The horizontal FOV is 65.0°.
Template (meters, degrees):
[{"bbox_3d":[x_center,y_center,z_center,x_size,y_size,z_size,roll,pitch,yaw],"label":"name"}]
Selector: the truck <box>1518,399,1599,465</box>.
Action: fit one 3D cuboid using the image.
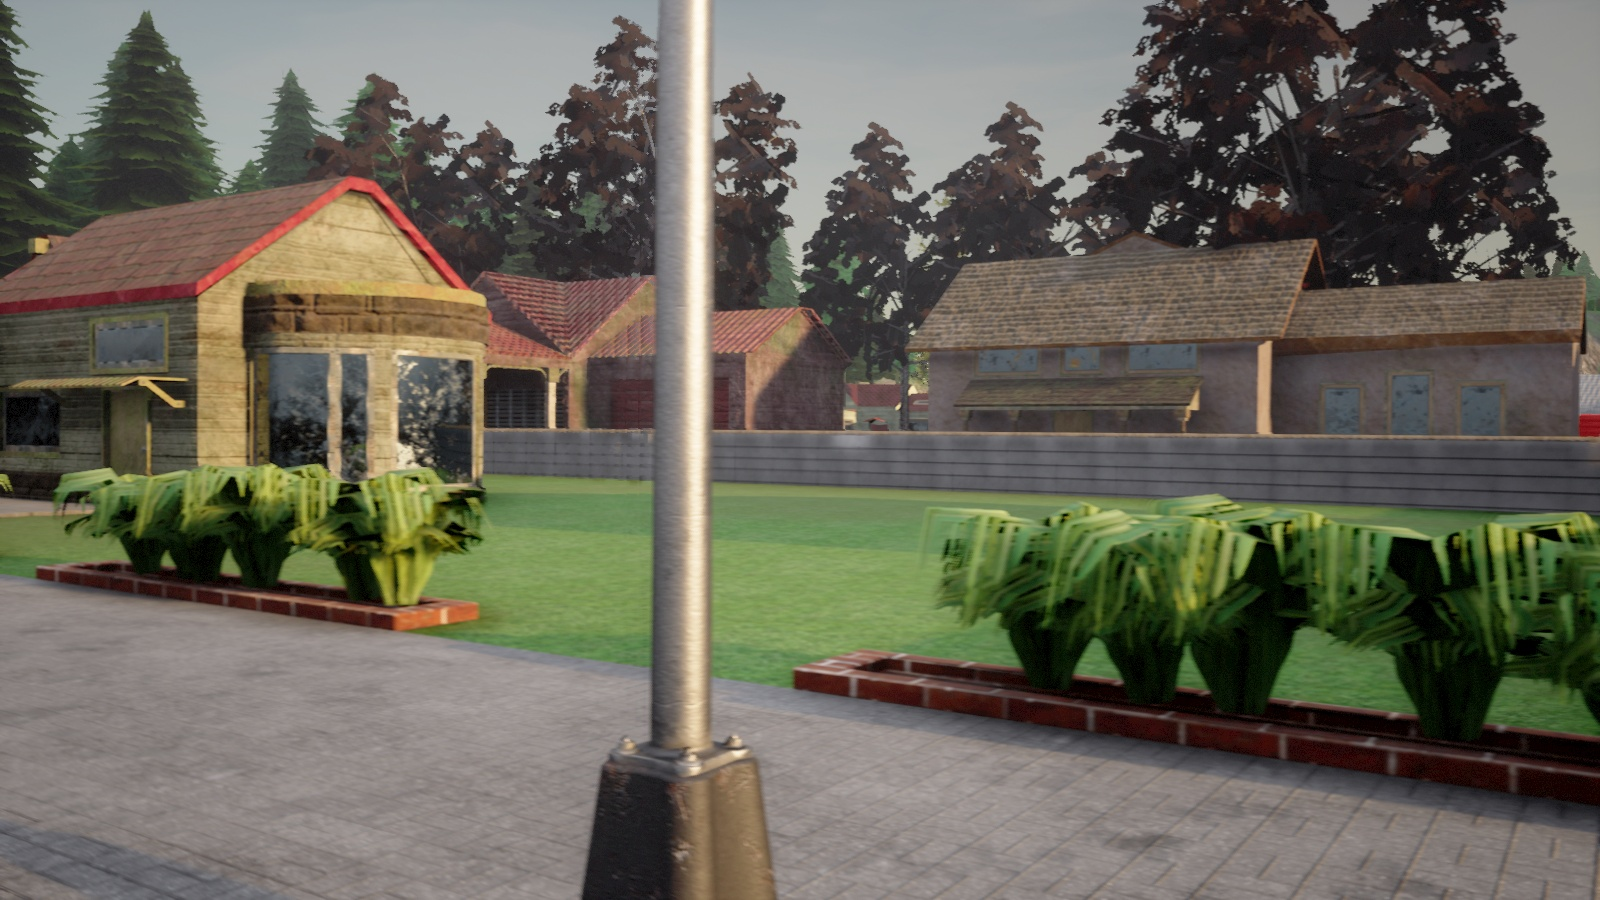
[{"bbox_3d":[30.617,-0.689,48.108,5.204,2.467,2.627,0,1,34],"label":"truck"}]
